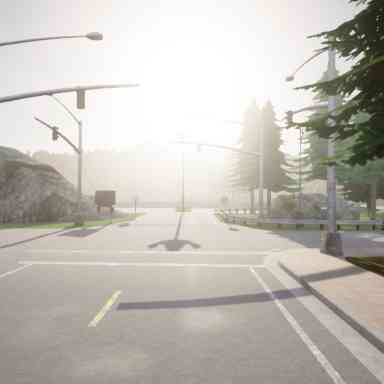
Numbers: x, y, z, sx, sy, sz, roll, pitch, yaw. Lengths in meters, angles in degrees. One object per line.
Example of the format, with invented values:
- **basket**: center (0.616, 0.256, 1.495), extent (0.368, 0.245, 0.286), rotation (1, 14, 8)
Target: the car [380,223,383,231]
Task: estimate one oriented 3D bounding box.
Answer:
- **car**: center (15.035, 2.058, 21.108), extent (5.357, 1.411, 2.033), rotation (0, -1, -2)
